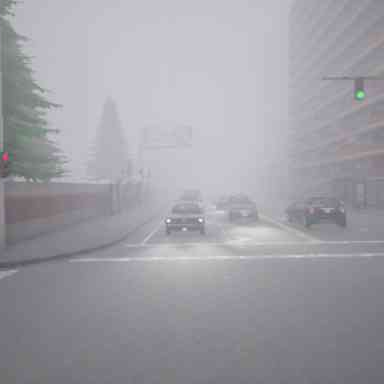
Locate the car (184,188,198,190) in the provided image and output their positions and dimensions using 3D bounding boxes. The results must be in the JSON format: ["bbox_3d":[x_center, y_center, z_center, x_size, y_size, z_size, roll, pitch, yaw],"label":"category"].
[{"bbox_3d":[-0.104,0.672,35.475,2.150,2.045,5.566,-1,1,1],"label":"car"}]

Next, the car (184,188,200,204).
[{"bbox_3d":[0.038,0.503,46.117,2.150,2.045,5.566,-1,1,1],"label":"car"}]

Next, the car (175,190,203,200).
[{"bbox_3d":[-0.228,0.951,26.065,2.097,1.767,4.553,-1,1,1],"label":"car"}]

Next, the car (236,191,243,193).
[{"bbox_3d":[7.189,0.628,51.544,1.812,1.442,4.674,-1,1,0],"label":"car"}]

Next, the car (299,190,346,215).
[{"bbox_3d":[10.470,0.794,27.114,2.097,1.767,4.553,-1,1,1],"label":"car"}]

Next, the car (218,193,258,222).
[{"bbox_3d":[3.235,1.099,22.609,2.128,1.511,4.902,-1,1,1],"label":"car"}]

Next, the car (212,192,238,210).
[{"bbox_3d":[3.351,1.015,32.496,1.994,1.385,4.181,-1,1,1],"label":"car"}]

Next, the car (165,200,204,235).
[{"bbox_3d":[-0.315,1.340,17.175,1.895,1.301,4.718,-1,1,0],"label":"car"}]

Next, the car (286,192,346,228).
[{"bbox_3d":[6.897,0.968,19.008,2.097,1.767,4.553,-1,1,1],"label":"car"}]
